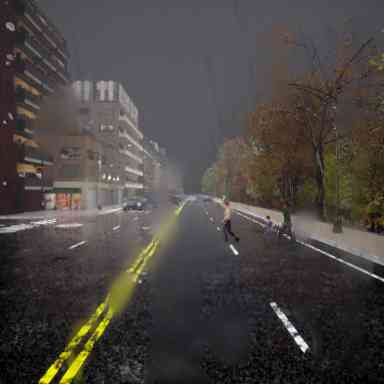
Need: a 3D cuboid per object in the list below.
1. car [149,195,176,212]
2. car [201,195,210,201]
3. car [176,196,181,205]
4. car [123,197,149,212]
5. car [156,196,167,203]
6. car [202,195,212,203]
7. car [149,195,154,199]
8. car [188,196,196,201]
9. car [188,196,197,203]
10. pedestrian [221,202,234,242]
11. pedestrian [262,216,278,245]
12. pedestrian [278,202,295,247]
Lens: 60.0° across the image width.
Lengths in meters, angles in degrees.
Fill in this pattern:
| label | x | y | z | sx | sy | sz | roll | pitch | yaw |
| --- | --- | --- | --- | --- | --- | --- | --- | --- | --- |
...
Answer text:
| label | x | y | z | sx | sy | sz | roll | pitch | yaw |
| --- | --- | --- | --- | --- | --- | --- | --- | --- | --- |
| car | -3.339 | 1.493 | 38.625 | 2.128 | 1.511 | 4.902 | 0 | 0 | 0 |
| car | 3.266 | 1.470 | 80.211 | 2.033 | 1.411 | 5.357 | 0 | 0 | 0 |
| car | -3.318 | 1.486 | 57.914 | 1.882 | 1.535 | 5.008 | 0 | 0 | 0 |
| car | -6.611 | 1.353 | 38.580 | 2.097 | 1.767 | 4.553 | 0 | 0 | 1 |
| car | -6.487 | 1.584 | 71.562 | 1.895 | 1.301 | 4.718 | 0 | 0 | 0 |
| car | 3.264 | 1.602 | 70.241 | 1.895 | 1.301 | 4.718 | 0 | 0 | 0 |
| car | -6.570 | 1.359 | 56.566 | 2.097 | 1.767 | 4.553 | 0 | 0 | 0 |
| car | 0.016 | 1.525 | 80.241 | 1.895 | 1.301 | 4.718 | 0 | 0 | 0 |
| car | 0.014 | 1.602 | 70.241 | 1.895 | 1.301 | 4.718 | 0 | 0 | 0 |
| pedestrian | 1.549 | 1.294 | 14.666 | 0.375 | 1.860 | 0.375 | 0 | 0 | 0 |
| pedestrian | 3.290 | 1.574 | 14.066 | 0.375 | 1.300 | 0.375 | 0 | 0 | 0 |
| pedestrian | 3.840 | 1.294 | 13.466 | 0.375 | 1.860 | 0.375 | 0 | 0 | 0 |
